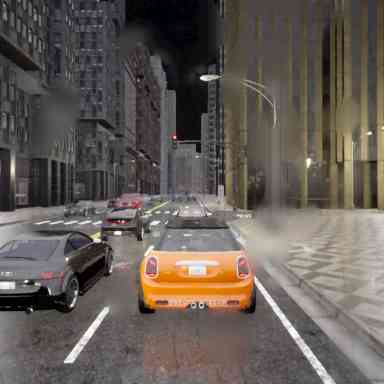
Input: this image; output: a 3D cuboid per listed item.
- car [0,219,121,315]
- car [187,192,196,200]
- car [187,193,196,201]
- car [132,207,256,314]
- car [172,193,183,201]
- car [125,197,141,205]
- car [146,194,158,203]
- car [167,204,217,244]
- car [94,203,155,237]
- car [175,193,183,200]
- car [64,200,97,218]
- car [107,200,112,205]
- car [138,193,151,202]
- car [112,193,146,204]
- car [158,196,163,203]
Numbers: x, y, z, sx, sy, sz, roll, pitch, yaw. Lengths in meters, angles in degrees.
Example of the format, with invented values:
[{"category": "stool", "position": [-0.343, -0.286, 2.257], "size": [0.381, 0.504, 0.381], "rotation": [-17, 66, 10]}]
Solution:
[{"category": "car", "position": [-3.165, 1.562, 7.674], "size": [1.994, 1.385, 4.181], "rotation": [0, 0, 0]}, {"category": "car", "position": [-0.098, 0.980, 84.295], "size": [2.097, 1.767, 4.553], "rotation": [0, 0, 0]}, {"category": "car", "position": [-0.086, 1.344, 74.321], "size": [1.812, 1.442, 4.674], "rotation": [0, 0, 0]}, {"category": "car", "position": [0.095, 1.350, 7.771], "size": [2.097, 1.767, 4.553], "rotation": [0, 0, 0]}, {"category": "car", "position": [-3.336, 1.175, 74.286], "size": [2.097, 1.767, 4.553], "rotation": [0, 0, 0]}, {"category": "car", "position": [-9.899, 1.491, 56.431], "size": [1.895, 1.301, 4.718], "rotation": [0, 0, 0]}, {"category": "car", "position": [-6.660, 1.442, 48.934], "size": [1.812, 1.442, 4.674], "rotation": [0, 0, 1]}, {"category": "car", "position": [0.013, 1.480, 16.777], "size": [2.128, 1.511, 4.902], "rotation": [0, 0, 1]}, {"category": "car", "position": [-3.167, 1.494, 16.570], "size": [1.837, 1.490, 4.892], "rotation": [0, 0, 0]}, {"category": "car", "position": [-3.348, 1.125, 84.322], "size": [1.837, 1.490, 4.892], "rotation": [0, 0, 0]}, {"category": "car", "position": [-9.884, 1.474, 29.843], "size": [1.837, 1.490, 4.892], "rotation": [0, 0, 0]}, {"category": "car", "position": [-9.899, 1.495, 44.333], "size": [1.994, 1.385, 4.181], "rotation": [0, 0, 0]}, {"category": "car", "position": [-9.831, 1.199, 68.734], "size": [2.097, 1.767, 4.553], "rotation": [0, 0, 0]}, {"category": "car", "position": [-6.639, 1.177, 35.724], "size": [2.150, 2.045, 5.566], "rotation": [0, 0, 0]}, {"category": "car", "position": [-6.625, 1.411, 63.800], "size": [2.033, 1.411, 5.357], "rotation": [0, 0, 1]}]
